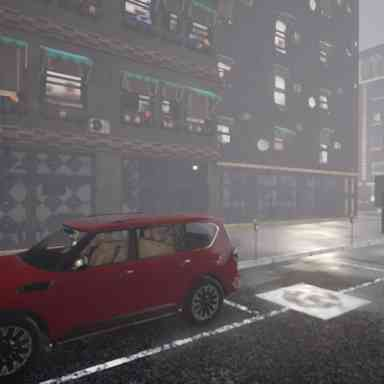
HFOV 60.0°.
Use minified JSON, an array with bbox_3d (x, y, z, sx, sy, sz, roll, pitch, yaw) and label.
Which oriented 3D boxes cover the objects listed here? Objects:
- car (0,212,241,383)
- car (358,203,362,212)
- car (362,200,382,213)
[{"bbox_3d":[-1.409,1.319,5.553,5.009,1.841,2.192,0,1,-36],"label":"car"},{"bbox_3d":[13.296,1.261,32.450,2.192,1.841,5.009,1,0,-36],"label":"car"},{"bbox_3d":[20.093,1.598,37.345,1.887,1.381,4.507,1,0,-36],"label":"car"}]
